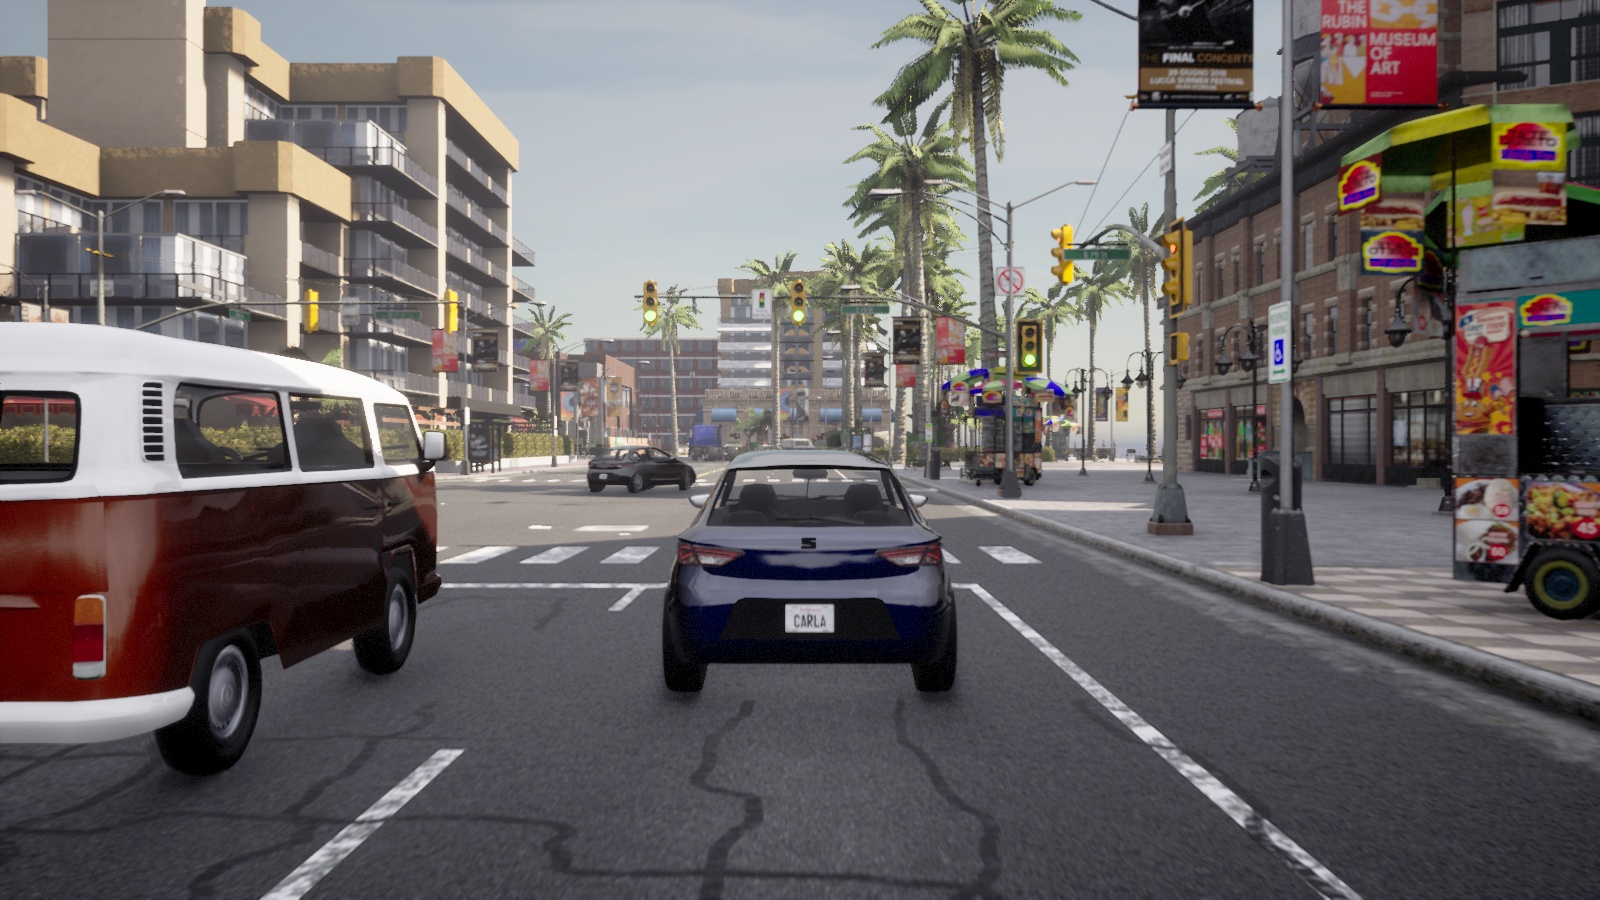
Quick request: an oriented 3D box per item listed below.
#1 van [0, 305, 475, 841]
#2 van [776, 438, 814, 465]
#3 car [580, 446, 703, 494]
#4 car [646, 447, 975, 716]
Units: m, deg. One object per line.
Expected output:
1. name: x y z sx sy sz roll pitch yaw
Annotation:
1. van: -3.425 0.443 7.007 2.069 2.038 4.480 0 1 0
2. van: -0.426 0.109 97.670 1.775 1.987 4.442 0 0 -16
3. car: -5.003 0.596 40.237 1.816 1.474 4.193 0 0 28
4. car: 0.062 0.724 9.033 1.816 1.474 4.193 0 0 0
